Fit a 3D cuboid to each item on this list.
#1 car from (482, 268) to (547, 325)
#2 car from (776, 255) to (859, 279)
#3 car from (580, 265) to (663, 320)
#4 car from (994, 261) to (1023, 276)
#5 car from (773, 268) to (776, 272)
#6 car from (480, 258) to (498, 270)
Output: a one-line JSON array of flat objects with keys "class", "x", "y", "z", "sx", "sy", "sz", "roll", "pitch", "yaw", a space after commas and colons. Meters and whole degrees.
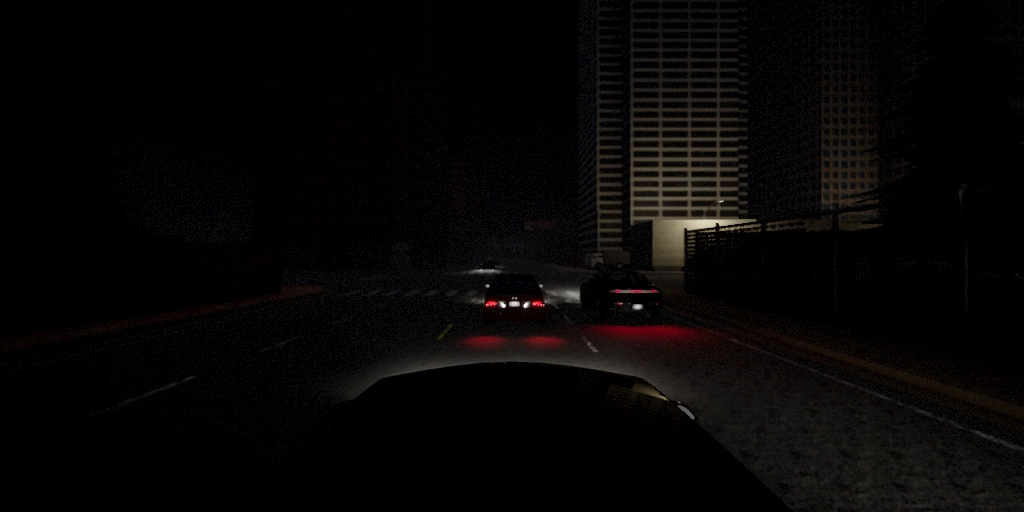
[{"class": "car", "x": 0.077, "y": 1.291, "z": 11.799, "sx": 2.033, "sy": 1.411, "sz": 5.357, "roll": 0, "pitch": 0, "yaw": 0}, {"class": "car", "x": 26.637, "y": 0.896, "z": 31.025, "sx": 5.566, "sy": 2.045, "sz": 2.150, "roll": 0, "pitch": 0, "yaw": 0}, {"class": "car", "x": 3.603, "y": 1.232, "z": 12.571, "sx": 2.128, "sy": 1.511, "sz": 4.902, "roll": 0, "pitch": 0, "yaw": 1}, {"class": "car", "x": 49.698, "y": 1.150, "z": 34.516, "sx": 5.008, "sy": 1.535, "sz": 1.882, "roll": 0, "pitch": 0, "yaw": 0}, {"class": "car", "x": 27.946, "y": 1.178, "z": 34.526, "sx": 4.892, "sy": 1.490, "sz": 1.837, "roll": 0, "pitch": 0, "yaw": 0}, {"class": "car", "x": -3.570, "y": 1.317, "z": 52.768, "sx": 1.895, "sy": 1.301, "sz": 4.718, "roll": 0, "pitch": 0, "yaw": 0}]
